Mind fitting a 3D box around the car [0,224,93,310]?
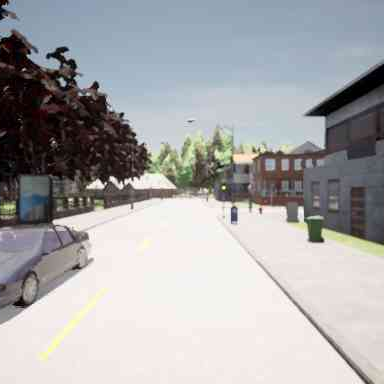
[{"bbox_3d":[-4.022,1.518,8.140,2.033,1.411,5.357,0,0,1],"label":"car"}]
